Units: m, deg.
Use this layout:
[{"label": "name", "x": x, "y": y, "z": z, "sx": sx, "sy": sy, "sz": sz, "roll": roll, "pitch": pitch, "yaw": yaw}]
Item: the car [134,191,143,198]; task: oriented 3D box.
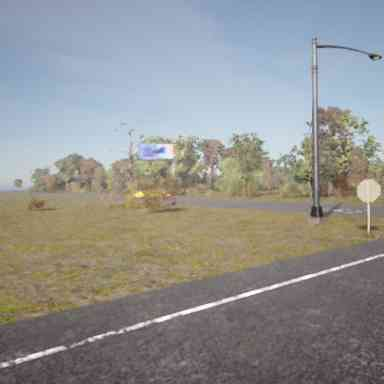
[{"label": "car", "x": -9.975, "y": 0.482, "z": 65.434, "sx": 1.882, "sy": 1.535, "sz": 5.008, "roll": -2, "pitch": 1, "yaw": -34}]

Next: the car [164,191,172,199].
[{"label": "car", "x": -5.415, "y": 0.503, "z": 58.681, "sx": 1.882, "sy": 1.535, "sz": 5.008, "roll": -2, "pitch": 1, "yaw": -33}]
